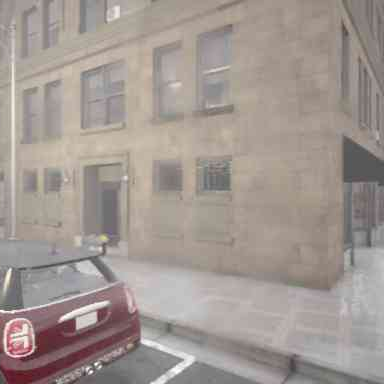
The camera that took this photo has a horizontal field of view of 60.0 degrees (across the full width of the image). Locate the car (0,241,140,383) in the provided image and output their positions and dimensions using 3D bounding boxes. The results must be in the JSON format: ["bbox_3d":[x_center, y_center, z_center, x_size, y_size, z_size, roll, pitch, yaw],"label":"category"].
[{"bbox_3d":[-2.740,1.438,4.798,4.097,1.590,1.967,0,0,35],"label":"car"}]
